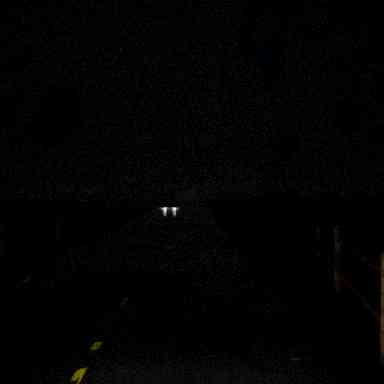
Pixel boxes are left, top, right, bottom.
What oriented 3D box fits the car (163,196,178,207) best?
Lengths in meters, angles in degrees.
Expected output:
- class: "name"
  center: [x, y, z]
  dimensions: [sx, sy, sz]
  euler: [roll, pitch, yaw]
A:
- class: "car"
  center: [-2.793, 1.267, 44.908]
  dimensions: [2.033, 1.411, 5.357]
  euler: [0, 0, 0]
